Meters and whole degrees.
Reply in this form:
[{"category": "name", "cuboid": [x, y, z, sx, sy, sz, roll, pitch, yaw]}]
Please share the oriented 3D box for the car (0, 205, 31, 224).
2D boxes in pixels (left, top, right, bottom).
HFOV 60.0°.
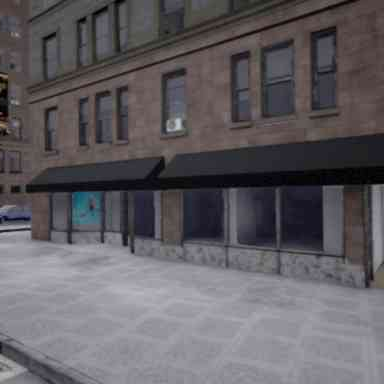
[{"category": "car", "cuboid": [-14.061, 1.728, 26.497, 2.033, 1.411, 5.357, -1, -1, 32]}]
